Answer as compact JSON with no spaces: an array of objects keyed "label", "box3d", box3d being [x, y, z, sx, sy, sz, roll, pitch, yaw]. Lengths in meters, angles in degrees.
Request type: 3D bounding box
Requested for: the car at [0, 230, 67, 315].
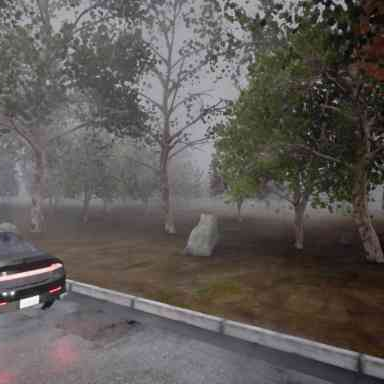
[{"label":"car","box3d":[-4.503,1.501,6.593,4.902,1.511,2.128,0,0,36]}]
